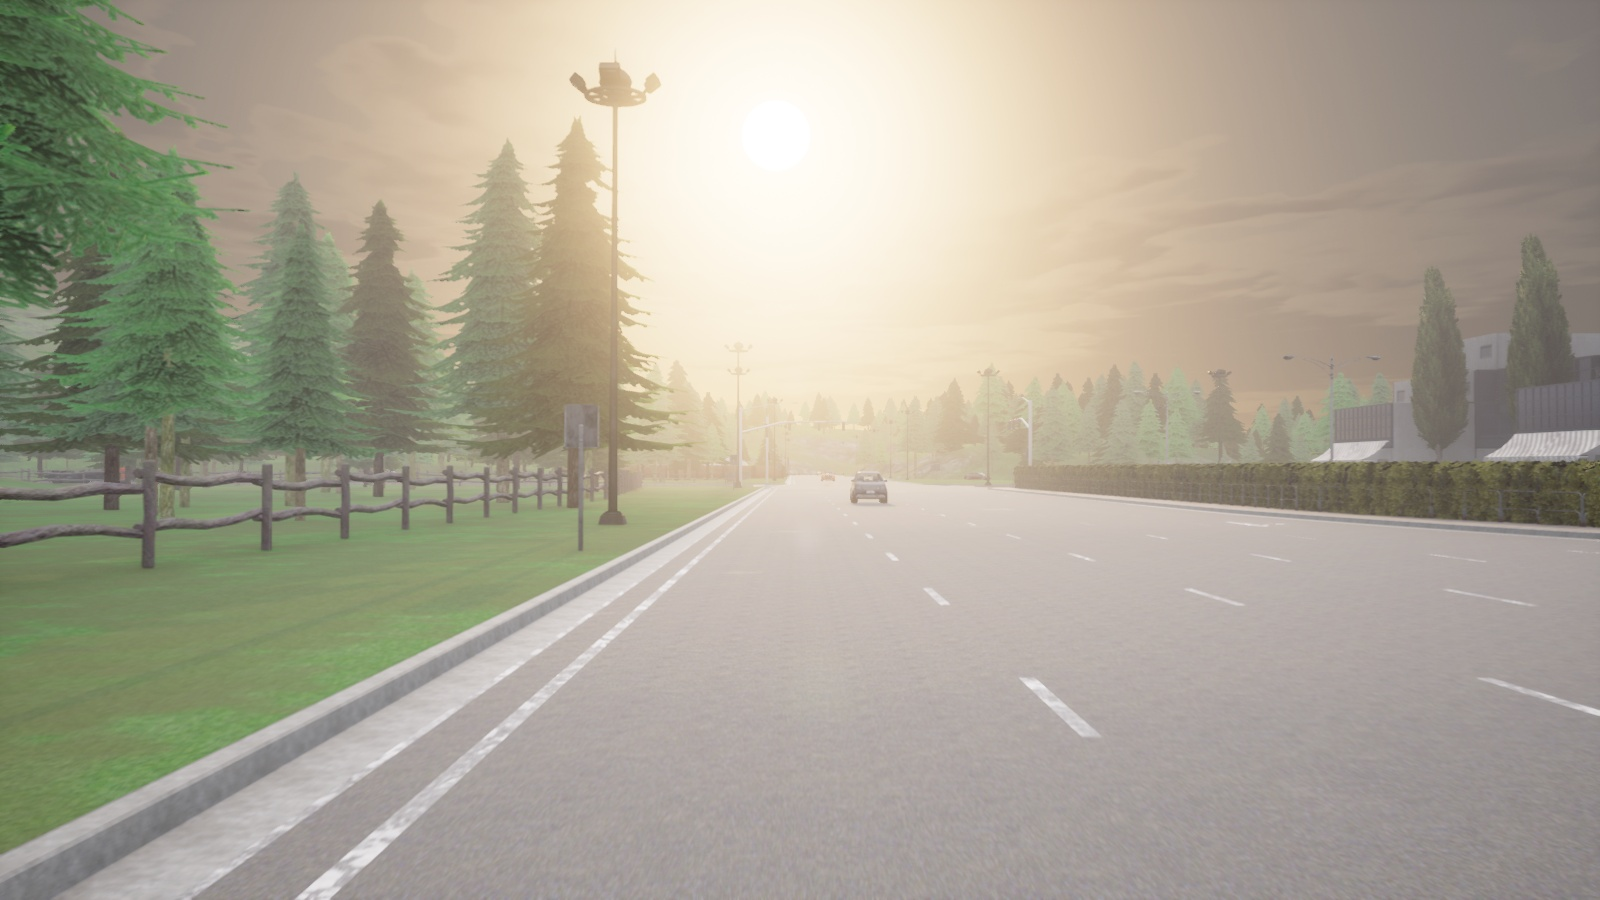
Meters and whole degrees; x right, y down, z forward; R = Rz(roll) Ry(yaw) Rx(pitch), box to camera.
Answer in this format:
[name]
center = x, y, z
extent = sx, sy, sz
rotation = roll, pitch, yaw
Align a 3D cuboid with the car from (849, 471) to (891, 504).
[car]
center = 3.358, 1.800, 60.922
extent = 1.789, 1.549, 3.705
rotation = 0, -1, 0
